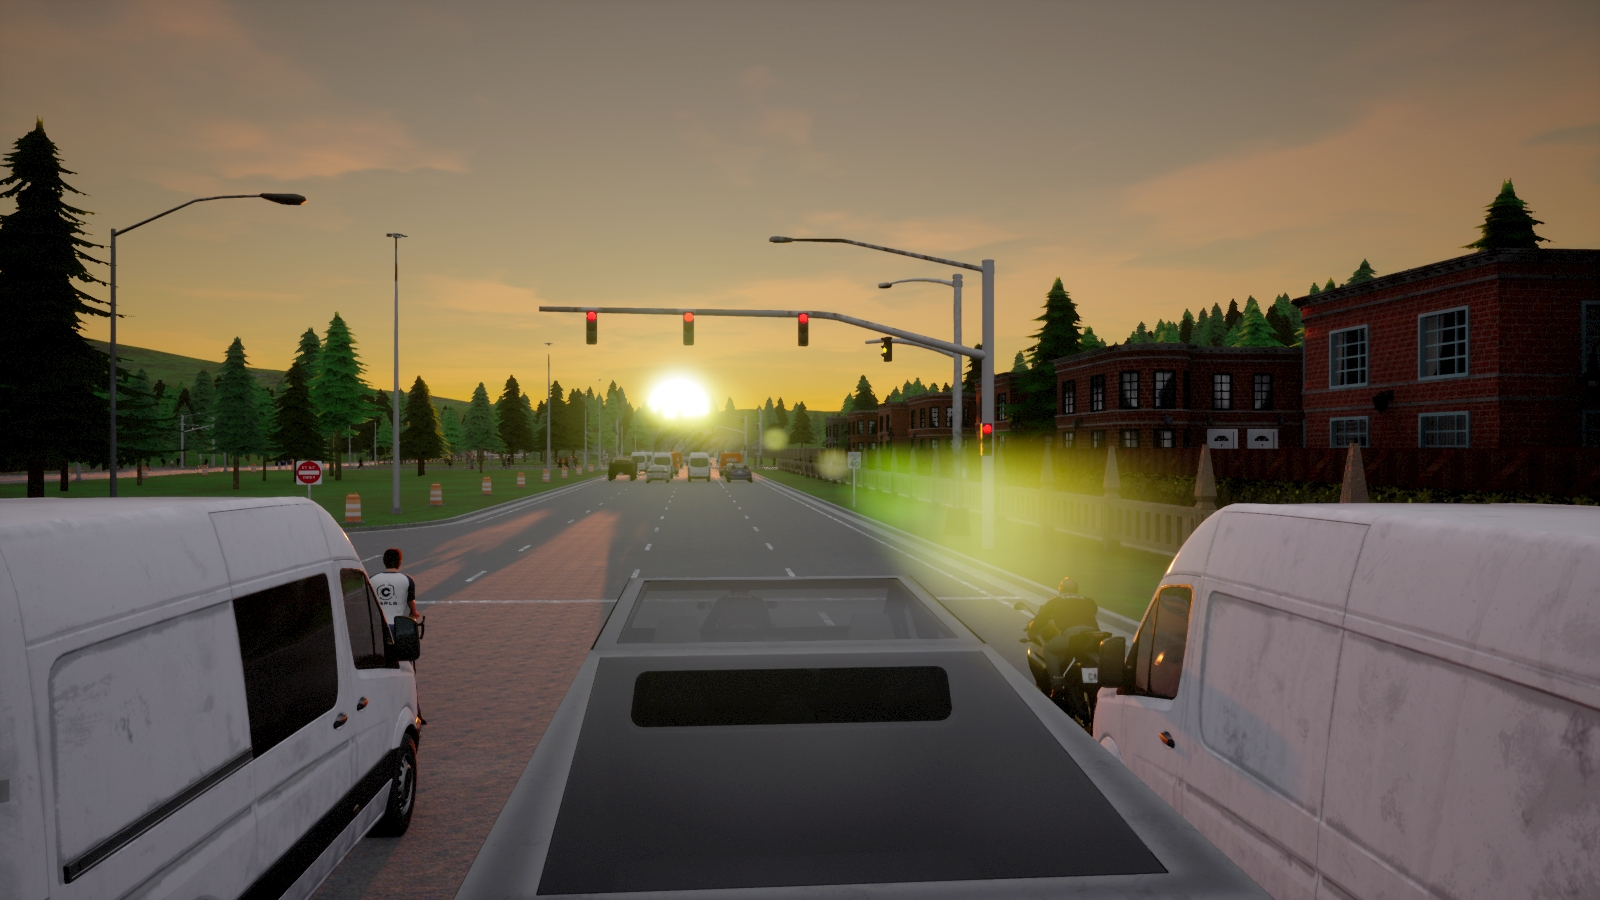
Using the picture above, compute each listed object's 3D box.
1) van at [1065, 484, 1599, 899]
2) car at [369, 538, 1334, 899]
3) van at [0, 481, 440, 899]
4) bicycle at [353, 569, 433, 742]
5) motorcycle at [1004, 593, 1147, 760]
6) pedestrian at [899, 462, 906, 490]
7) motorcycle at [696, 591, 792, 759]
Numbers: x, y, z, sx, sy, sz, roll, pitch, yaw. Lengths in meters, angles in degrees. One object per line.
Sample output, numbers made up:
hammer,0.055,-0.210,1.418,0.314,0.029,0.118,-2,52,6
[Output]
van,3.020,1.534,5.590,1.988,2.561,5.915,0,0,-1
car,-0.117,1.754,5.929,2.390,2.098,6.274,0,0,-5
van,-3.677,1.534,6.378,1.988,2.561,5.915,0,0,-5
bicycle,-4.173,2.056,11.794,0.373,1.496,1.643,0,0,-5
motorcycle,2.714,2.205,11.543,0.867,1.251,2.209,0,0,-2
pedestrian,6.764,1.698,75.396,0.375,1.860,0.375,0,0,-5
motorcycle,-0.613,2.205,11.622,0.867,1.251,2.209,0,0,-6
